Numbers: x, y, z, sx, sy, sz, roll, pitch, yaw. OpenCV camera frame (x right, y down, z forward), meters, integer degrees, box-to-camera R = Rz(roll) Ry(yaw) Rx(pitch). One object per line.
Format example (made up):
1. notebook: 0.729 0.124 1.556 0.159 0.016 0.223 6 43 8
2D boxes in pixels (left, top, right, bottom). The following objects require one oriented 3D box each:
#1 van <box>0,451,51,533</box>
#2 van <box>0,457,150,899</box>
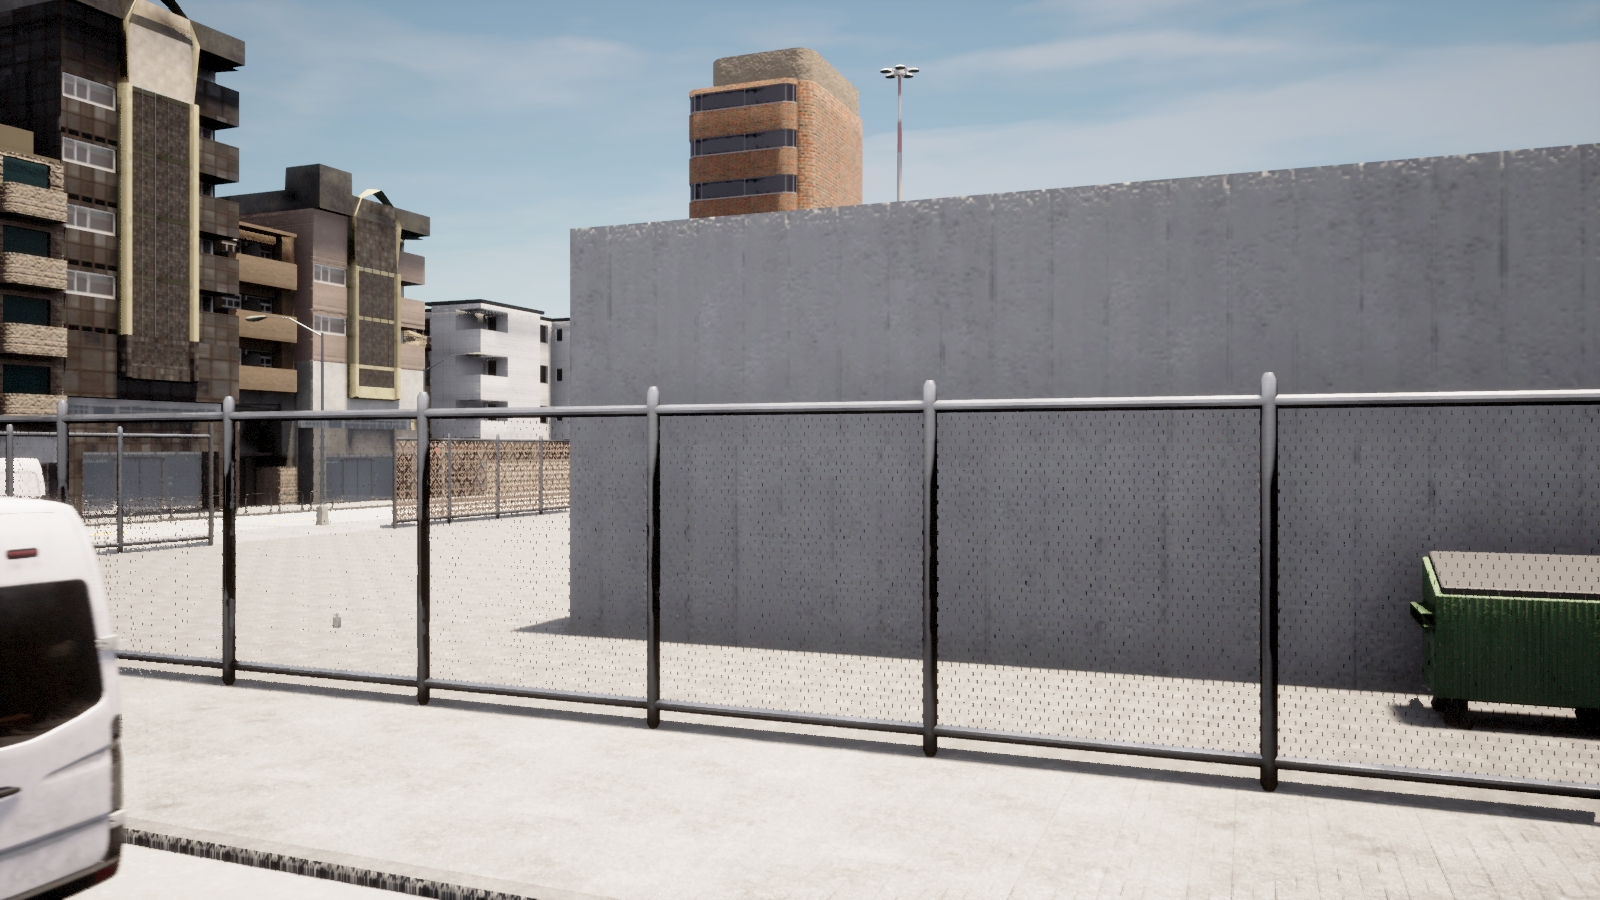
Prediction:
1. van: -26.517 1.314 35.024 1.988 2.561 5.915 0 0 21
2. van: -6.890 1.316 6.788 5.915 2.561 1.988 0 0 22
